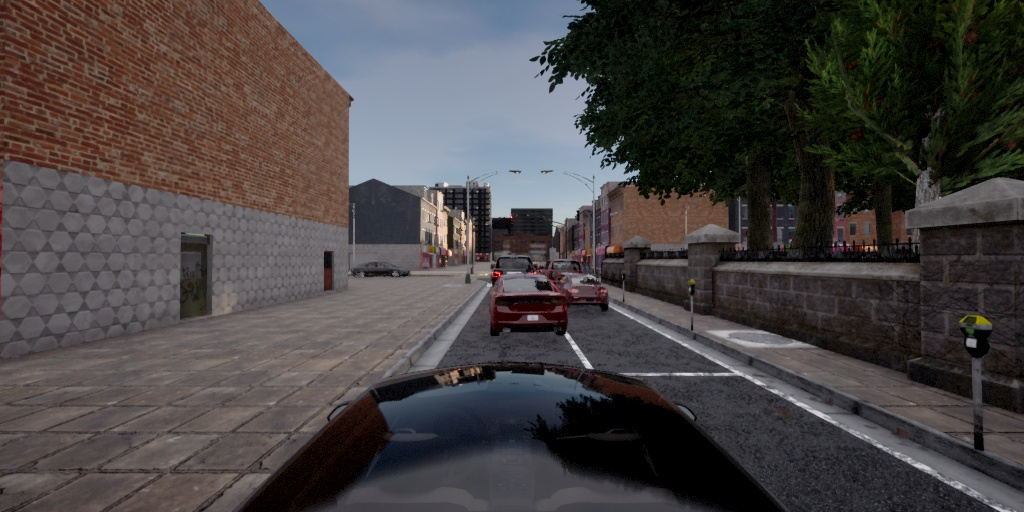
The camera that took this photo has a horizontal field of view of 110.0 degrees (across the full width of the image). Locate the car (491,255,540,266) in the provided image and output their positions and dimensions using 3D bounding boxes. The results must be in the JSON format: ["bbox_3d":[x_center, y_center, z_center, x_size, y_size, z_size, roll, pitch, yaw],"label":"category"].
[{"bbox_3d":[0.109,0.979,18.067,2.150,2.045,5.566,0,0,0],"label":"car"}]

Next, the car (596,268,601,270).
[{"bbox_3d":[6.061,1.323,31.377,5.357,1.411,2.033,0,-1,0],"label":"car"}]

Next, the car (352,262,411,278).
[{"bbox_3d":[-11.362,1.243,31.352,4.892,1.490,1.837,0,-1,0],"label":"car"}]

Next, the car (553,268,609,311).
[{"bbox_3d":[2.658,1.336,14.309,1.802,1.307,4.207,0,0,0],"label":"car"}]

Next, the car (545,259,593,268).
[{"bbox_3d":[2.666,1.074,19.758,2.192,1.841,5.009,0,0,0],"label":"car"}]

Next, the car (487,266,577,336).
[{"bbox_3d":[0.290,1.230,10.484,1.882,1.535,5.008,0,0,-4],"label":"car"}]
